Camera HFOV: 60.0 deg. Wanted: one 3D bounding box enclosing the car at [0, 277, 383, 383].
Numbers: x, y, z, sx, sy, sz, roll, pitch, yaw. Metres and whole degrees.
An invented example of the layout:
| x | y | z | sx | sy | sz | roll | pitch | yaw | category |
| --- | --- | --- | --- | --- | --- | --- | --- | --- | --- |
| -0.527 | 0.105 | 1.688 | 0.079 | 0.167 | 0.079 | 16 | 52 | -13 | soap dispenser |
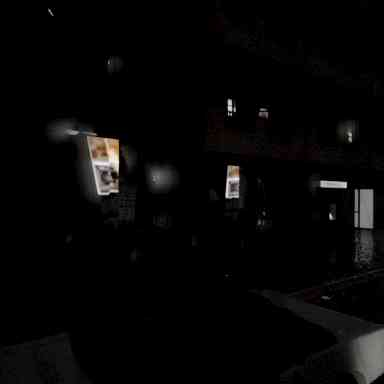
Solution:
| x | y | z | sx | sy | sz | roll | pitch | yaw | category |
| --- | --- | --- | --- | --- | --- | --- | --- | --- | --- |
| -0.291 | 1.601 | 2.869 | 4.718 | 1.301 | 1.895 | 0 | 0 | -36 | car |
